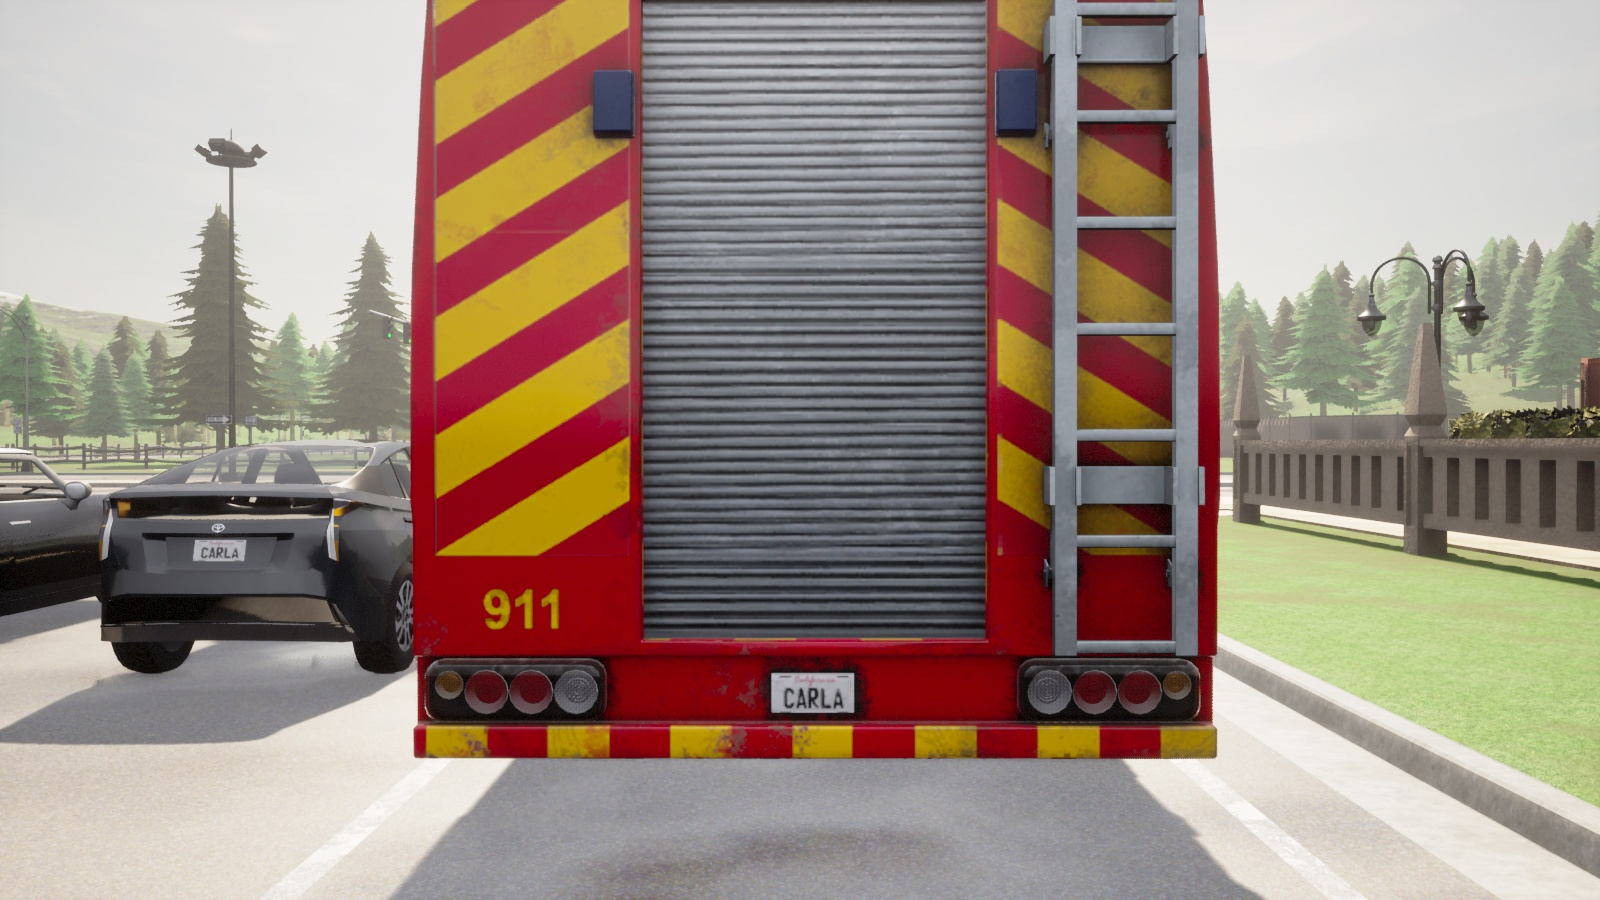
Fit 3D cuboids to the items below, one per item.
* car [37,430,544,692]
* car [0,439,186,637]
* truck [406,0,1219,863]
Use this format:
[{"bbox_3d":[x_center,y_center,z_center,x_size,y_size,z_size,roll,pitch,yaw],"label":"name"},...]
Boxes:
[{"bbox_3d":[-3.430,0.636,9.573,2.007,1.525,4.514,0,0,0],"label":"car"},{"bbox_3d":[-6.926,0.649,10.229,1.970,1.475,3.806,0,0,0],"label":"car"},{"bbox_3d":[0.066,-0.467,8.703,2.891,3.827,8.468,0,0,0],"label":"truck"}]
